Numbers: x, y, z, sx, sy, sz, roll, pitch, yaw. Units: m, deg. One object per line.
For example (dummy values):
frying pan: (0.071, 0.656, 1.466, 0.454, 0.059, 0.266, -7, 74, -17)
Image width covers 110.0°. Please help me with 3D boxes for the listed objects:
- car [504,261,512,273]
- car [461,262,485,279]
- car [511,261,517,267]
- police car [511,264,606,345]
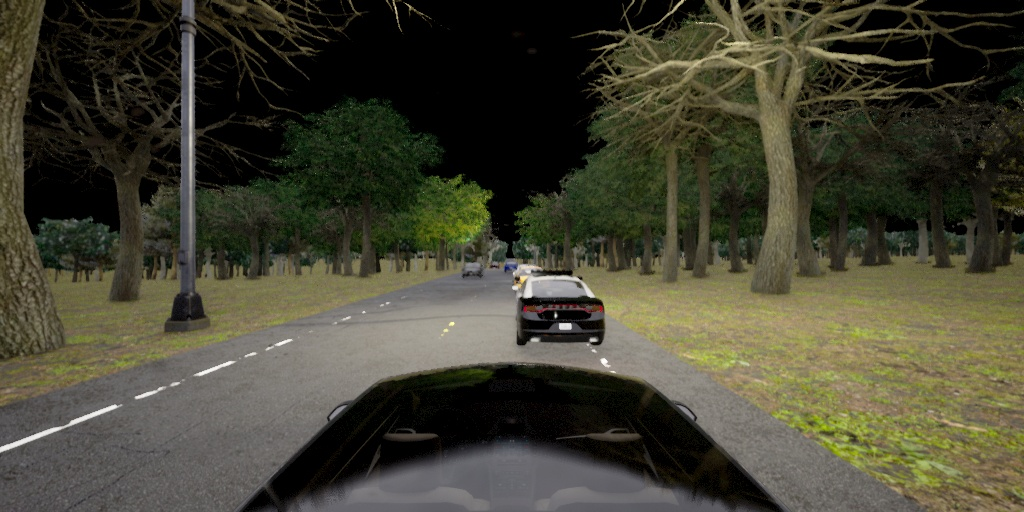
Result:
car: (-0.064, 1.443, 48.904, 1.882, 1.535, 5.008, 0, -1, 0)
car: (-3.660, 1.341, 34.299, 1.837, 1.490, 4.892, 0, 0, 0)
car: (1.016, 1.230, 19.670, 1.801, 1.575, 5.366, 0, 0, 0)
police car: (1.036, 1.175, 9.587, 1.930, 1.638, 5.238, 0, 0, 0)
